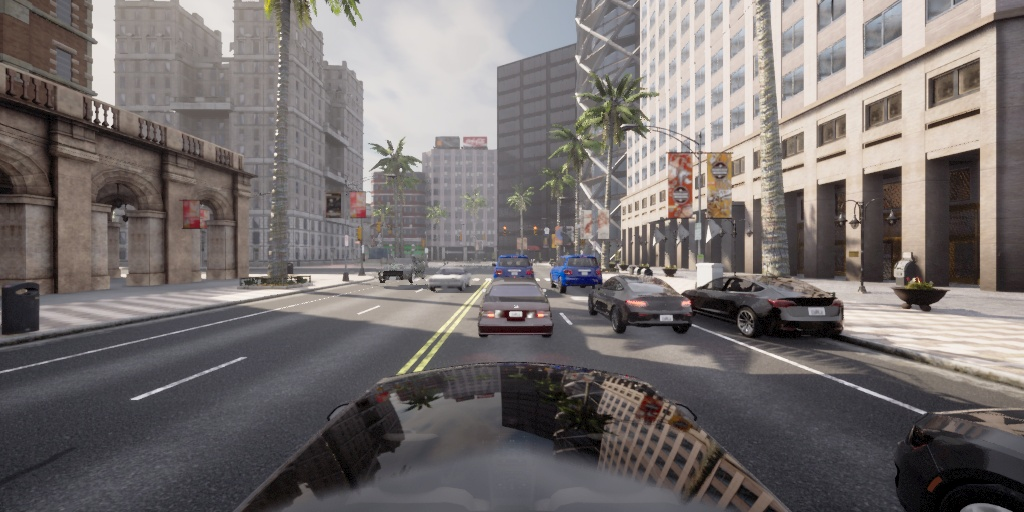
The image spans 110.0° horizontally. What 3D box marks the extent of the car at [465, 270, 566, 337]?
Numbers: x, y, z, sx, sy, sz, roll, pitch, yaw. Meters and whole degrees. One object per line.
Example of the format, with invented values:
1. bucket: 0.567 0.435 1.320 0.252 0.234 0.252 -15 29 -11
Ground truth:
1. car: 0.070 1.297 10.235 2.033 1.411 5.357 0 0 0

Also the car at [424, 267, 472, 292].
1. car: -3.602 1.351 21.386 1.895 1.301 4.718 0 0 0

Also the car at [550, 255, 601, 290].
1. car: 3.547 0.971 20.589 2.150 2.045 5.566 0 0 -2

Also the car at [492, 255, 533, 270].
1. car: 0.048 0.971 20.455 2.150 2.045 5.566 0 0 -2

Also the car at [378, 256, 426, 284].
1. car: -7.087 0.759 23.513 2.097 1.767 4.553 0 0 0

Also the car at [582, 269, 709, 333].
1. car: 3.564 1.276 10.625 1.812 1.442 4.674 0 0 -1

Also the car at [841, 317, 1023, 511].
1. car: 3.600 1.255 0.450 1.837 1.490 4.892 0 0 0
